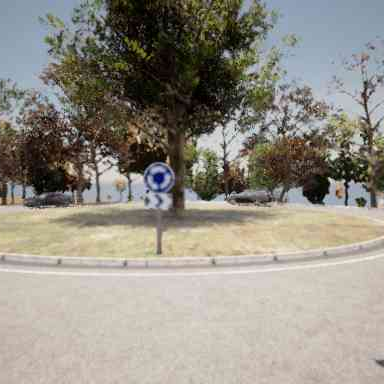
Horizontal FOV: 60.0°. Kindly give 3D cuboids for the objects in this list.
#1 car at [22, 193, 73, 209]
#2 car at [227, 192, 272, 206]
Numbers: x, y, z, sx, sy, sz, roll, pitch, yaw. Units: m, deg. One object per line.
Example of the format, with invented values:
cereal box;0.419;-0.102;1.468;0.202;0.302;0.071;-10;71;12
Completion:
car;-13.874;0.802;32.164;1.812;1.442;4.674;0;1;42
car;6.136;0.697;35.972;4.902;1.511;2.128;1;1;32
